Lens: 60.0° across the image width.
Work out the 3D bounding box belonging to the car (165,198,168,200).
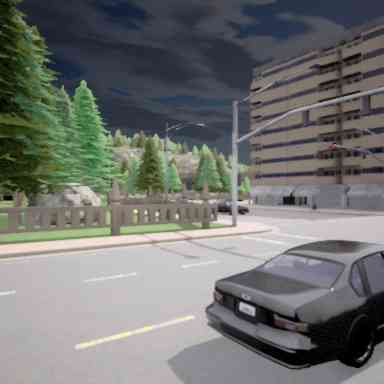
[{"bbox_3d":[-3.686,1.689,55.157,1.895,1.301,4.718,0,0,-3],"label":"car"}]

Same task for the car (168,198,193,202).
[{"bbox_3d":[-1.108,1.557,43.776,2.128,1.511,4.902,0,0,-20],"label":"car"}]

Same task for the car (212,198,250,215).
[{"bbox_3d":[3.594,1.606,34.647,2.033,1.411,5.357,0,0,-33],"label":"car"}]

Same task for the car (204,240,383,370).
[{"bbox_3d":[2.763,1.575,5.758,5.357,1.411,2.033,0,0,-35],"label":"car"}]
